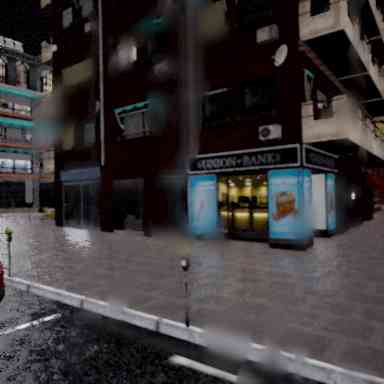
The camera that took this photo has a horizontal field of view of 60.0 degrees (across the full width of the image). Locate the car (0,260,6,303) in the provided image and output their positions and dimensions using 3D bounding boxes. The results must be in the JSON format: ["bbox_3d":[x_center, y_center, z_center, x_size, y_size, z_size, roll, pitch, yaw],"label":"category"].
[{"bbox_3d":[-5.785,1.533,7.078,4.097,1.590,1.967,-1,-1,36],"label":"car"}]

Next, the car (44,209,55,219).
[{"bbox_3d":[-10.067,1.539,28.432,1.752,1.417,4.829,-1,0,36],"label":"car"}]
